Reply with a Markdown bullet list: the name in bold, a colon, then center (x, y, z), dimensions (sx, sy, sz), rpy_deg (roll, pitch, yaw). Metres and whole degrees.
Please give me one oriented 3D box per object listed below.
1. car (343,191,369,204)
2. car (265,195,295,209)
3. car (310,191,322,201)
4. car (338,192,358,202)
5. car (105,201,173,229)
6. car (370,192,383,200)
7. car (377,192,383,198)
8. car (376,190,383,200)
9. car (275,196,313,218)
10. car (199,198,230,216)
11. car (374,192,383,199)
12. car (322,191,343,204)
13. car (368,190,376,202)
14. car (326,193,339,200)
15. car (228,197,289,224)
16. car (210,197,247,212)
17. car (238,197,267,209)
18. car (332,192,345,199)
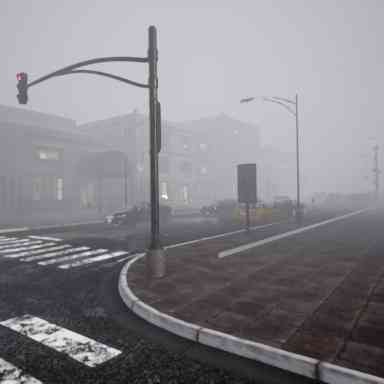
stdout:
- **car**: center (22.941, 0.898, 46.429), dimensions (1.882, 1.535, 5.008), rpy_deg (-1, 0, 36)
- **car**: center (10.684, 1.171, 40.146), dimensions (1.812, 1.442, 4.674), rpy_deg (-1, 0, 36)
- **car**: center (23.634, 0.768, 62.374), dimensions (2.192, 1.841, 5.009), rpy_deg (-1, 0, 36)
- **car**: center (26.662, 0.868, 56.716), dimensions (2.128, 1.511, 4.902), rpy_deg (-1, 0, 36)
- **car**: center (-3.259, 1.359, 21.009), dimensions (2.128, 1.511, 4.902), rpy_deg (-1, 0, 37)
- **car**: center (36.921, 0.770, 66.390), dimensions (1.947, 1.339, 4.313), rpy_deg (-1, 0, 36)
- **car**: center (43.257, 0.652, 75.085), dimensions (1.887, 1.381, 4.507), rpy_deg (-1, 0, 36)
- **car**: center (33.663, 0.570, 61.915), dimensions (2.192, 1.841, 5.009), rpy_deg (-1, 0, 36)
- **car**: center (7.621, 1.217, 26.126), dimensions (2.008, 1.369, 4.403), rpy_deg (-1, 0, 36)
- **car**: center (2.577, 1.375, 29.044), dimensions (1.895, 1.301, 4.718), rpy_deg (-1, 0, 36)
- **car**: center (40.176, 0.720, 70.864), dimensions (1.947, 1.339, 4.313), rpy_deg (-1, 0, 36)
- **car**: center (21.427, 0.811, 49.518), dimensions (2.097, 1.767, 4.553), rpy_deg (-1, 0, 36)
- **car**: center (27.065, 0.860, 52.086), dimensions (1.837, 1.490, 4.892), rpy_deg (-1, 0, 36)
- **car**: center (30.147, 0.935, 71.322), dimensions (1.802, 1.307, 4.206), rpy_deg (-1, 0, 36)
- **car**: center (4.466, 1.242, 21.790), dimensions (1.752, 1.417, 4.829), rpy_deg (-1, 0, 36)
- **car**: center (4.004, 1.289, 35.394), dimensions (1.752, 1.417, 4.829), rpy_deg (-1, 0, 36)
- **car**: center (7.360, 1.292, 40.006), dimensions (1.802, 1.307, 4.206), rpy_deg (-1, 0, 36)
- **car**: center (33.402, 0.743, 75.795), dimensions (1.967, 1.590, 4.097), rpy_deg (-1, 0, 36)
